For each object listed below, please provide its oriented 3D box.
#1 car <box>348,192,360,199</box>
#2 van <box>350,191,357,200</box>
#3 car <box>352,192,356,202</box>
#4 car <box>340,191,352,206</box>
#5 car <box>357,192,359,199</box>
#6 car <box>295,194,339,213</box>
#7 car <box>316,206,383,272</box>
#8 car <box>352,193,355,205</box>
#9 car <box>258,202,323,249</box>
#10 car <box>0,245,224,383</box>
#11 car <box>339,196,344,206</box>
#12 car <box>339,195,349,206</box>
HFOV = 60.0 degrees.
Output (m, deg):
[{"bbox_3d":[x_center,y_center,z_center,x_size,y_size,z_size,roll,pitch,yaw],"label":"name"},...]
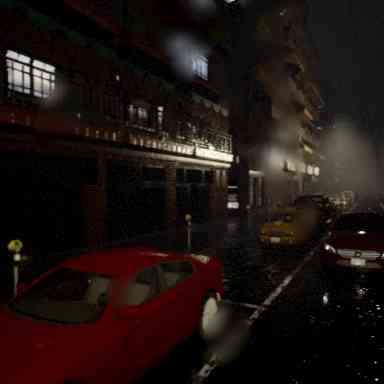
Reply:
[{"bbox_3d":[32.966,0.723,67.528,1.947,1.339,4.313,0,1,28],"label":"car"},{"bbox_3d":[22.490,0.727,48.061,1.690,1.788,3.998,0,1,28],"label":"van"},{"bbox_3d":[19.872,0.989,43.195,1.887,1.381,4.507,0,1,28],"label":"car"},{"bbox_3d":[14.634,1.004,33.460,1.967,1.590,4.097,0,1,28],"label":"car"},{"bbox_3d":[25.110,0.910,52.929,1.802,1.307,4.206,0,1,28],"label":"car"},{"bbox_3d":[6.777,1.064,18.861,2.192,1.841,5.009,0,1,28],"label":"car"},{"bbox_3d":[5.137,1.390,10.126,1.812,1.442,4.674,0,1,28],"label":"car"},{"bbox_3d":[17.254,1.069,38.329,1.947,1.339,4.313,0,1,28],"label":"car"},{"bbox_3d":[4.080,1.339,13.847,1.752,1.417,4.829,0,1,28],"label":"car"},{"bbox_3d":[-1.077,1.485,4.264,1.887,1.381,4.507,0,1,28],"label":"car"},{"bbox_3d":[9.398,1.237,23.730,2.008,1.369,4.403,0,1,28],"label":"car"},{"bbox_3d":[12.017,1.175,28.596,2.008,1.369,4.403,0,1,28],"label":"car"}]
